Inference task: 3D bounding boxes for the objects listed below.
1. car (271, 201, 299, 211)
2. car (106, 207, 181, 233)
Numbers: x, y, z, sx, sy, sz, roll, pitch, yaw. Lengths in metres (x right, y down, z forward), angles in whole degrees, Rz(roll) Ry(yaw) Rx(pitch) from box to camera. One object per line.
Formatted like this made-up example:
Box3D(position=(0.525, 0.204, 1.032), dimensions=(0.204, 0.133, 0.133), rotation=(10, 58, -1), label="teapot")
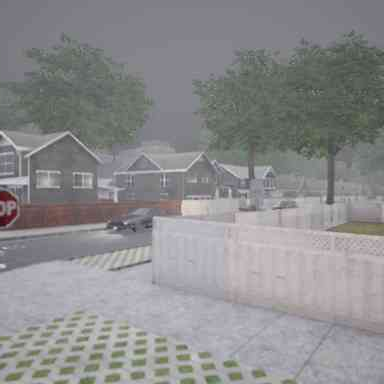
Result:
Box3D(position=(11.383, 1.800, 40.440), dimensions=(2.033, 1.411, 5.357), rotation=(0, 0, 36), label="car")
Box3D(position=(-2.744, 1.646, 20.734), dimensions=(2.033, 1.411, 5.357), rotation=(0, 0, 36), label="car")
